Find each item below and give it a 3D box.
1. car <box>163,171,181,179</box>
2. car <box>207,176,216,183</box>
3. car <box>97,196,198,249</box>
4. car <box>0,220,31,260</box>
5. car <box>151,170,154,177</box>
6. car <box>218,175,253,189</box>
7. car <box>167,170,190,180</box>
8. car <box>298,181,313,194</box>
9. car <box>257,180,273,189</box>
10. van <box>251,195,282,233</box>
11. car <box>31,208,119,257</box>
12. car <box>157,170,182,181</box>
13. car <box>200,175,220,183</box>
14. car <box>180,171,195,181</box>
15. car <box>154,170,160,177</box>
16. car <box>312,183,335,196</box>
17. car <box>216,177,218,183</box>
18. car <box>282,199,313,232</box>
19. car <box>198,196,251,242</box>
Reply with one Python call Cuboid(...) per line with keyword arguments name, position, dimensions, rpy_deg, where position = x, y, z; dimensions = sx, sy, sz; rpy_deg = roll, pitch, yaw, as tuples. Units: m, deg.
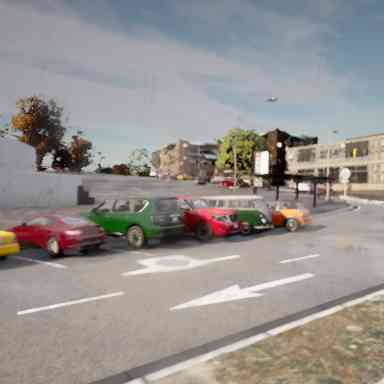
Cuboid(name="car", position=(-4.963, -4.196, 82.535), dimensions=(2.185, 1.767, 4.553), rpy_deg=(6, 3, 34))
Cuboid(name="car", position=(5.572, -2.389, 67.868), dimensions=(2.002, 1.452, 4.674), rpy_deg=(7, 4, 35))
Cuboid(name="car", position=(-2.850, 1.204, 14.504), dimensions=(5.566, 2.045, 2.435), rpy_deg=(-1, 0, 35))
Cuboid(name="car", position=(-7.875, 1.490, 11.109), dimensions=(5.366, 1.575, 1.946), rpy_deg=(-1, 0, 34))
Cuboid(name="car", position=(-8.477, -4.708, 87.343), dimensions=(2.435, 2.045, 5.566), rpy_deg=(1, -1, 34))
Cuboid(name="car", position=(6.703, -1.319, 50.757), dimensions=(1.882, 1.535, 5.008), rpy_deg=(2, 4, -36))
Cuboid(name="car", position=(-3.162, -4.045, 80.074), dimensions=(2.435, 2.045, 5.566), rpy_deg=(7, 4, 34))
Cuboid(name="car", position=(17.723, -0.769, 50.629), dimensions=(2.435, 2.045, 5.566), rpy_deg=(7, 3, 35))
Cuboid(name="car", position=(12.494, -1.336, 58.001), dimensions=(2.231, 1.521, 4.892), rpy_deg=(6, 3, 35))
Cuboid(name="van", position=(2.195, 1.193, 17.889), dimensions=(4.442, 1.987, 1.878), rpy_deg=(-1, -1, 35))
Cuboid(name="car", position=(-5.272, 1.513, 12.742), dimensions=(4.674, 1.452, 2.002), rpy_deg=(-1, 0, 35))
Cuboid(name="car", position=(-4.534, -2.982, 66.512), dimensions=(1.994, 1.385, 4.181), rpy_deg=(2, 4, -36))
Cuboid(name="car", position=(3.823, -2.663, 70.325), dimensions=(2.002, 1.452, 4.674), rpy_deg=(6, 4, 35))
Cuboid(name="car", position=(-1.303, -3.523, 77.820), dimensions=(1.946, 1.575, 5.366), rpy_deg=(6, 3, 34))
Cuboid(name="car", position=(-6.699, -4.431, 85.001), dimensions=(2.185, 1.767, 4.553), rpy_deg=(4, 1, 33))
Cuboid(name="car", position=(19.423, -0.206, 48.163), dimensions=(2.002, 1.452, 4.674), rpy_deg=(6, 3, 35))
Cuboid(name="car", position=(7.410, -2.158, 65.552), dimensions=(1.946, 1.575, 5.366), rpy_deg=(6, 3, 35))
Cuboid(name="car", position=(4.601, 1.277, 19.645), dimensions=(4.553, 1.767, 2.185), rpy_deg=(-1, 0, 35))
Cuboid(name="car", position=(-0.340, 1.186, 16.214), dimensions=(5.566, 2.045, 2.435), rpy_deg=(-1, -1, 35))
